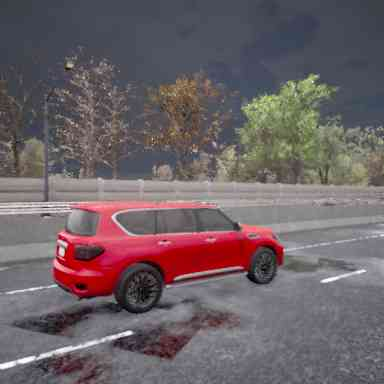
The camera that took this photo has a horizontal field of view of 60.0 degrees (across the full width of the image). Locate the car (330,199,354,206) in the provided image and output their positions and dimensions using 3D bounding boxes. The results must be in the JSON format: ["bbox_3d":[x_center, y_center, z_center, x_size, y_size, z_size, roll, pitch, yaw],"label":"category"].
[{"bbox_3d":[18.414,1.616,38.601,4.181,1.385,1.994,0,0,-35],"label":"car"}]

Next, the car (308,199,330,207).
[{"bbox_3d":[16.420,1.578,41.475,4.674,1.442,1.812,0,0,-36],"label":"car"}]

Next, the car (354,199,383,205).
[{"bbox_3d":[19.739,1.544,35.250,4.902,1.511,2.128,0,0,-35],"label":"car"}]

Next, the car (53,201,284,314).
[{"bbox_3d":[-0.280,1.225,7.851,5.566,2.045,2.150,0,0,-35],"label":"car"}]
